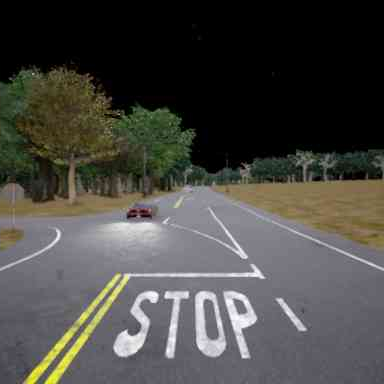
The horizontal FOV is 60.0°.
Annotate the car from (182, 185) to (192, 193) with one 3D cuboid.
[{"bbox_3d":[-1.269,-0.709,85.865,2.150,2.045,5.566,0,2,7],"label":"car"}]

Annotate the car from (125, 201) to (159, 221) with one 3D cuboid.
[{"bbox_3d":[-3.500,1.340,24.055,1.895,1.301,4.718,0,-1,0],"label":"car"}]
